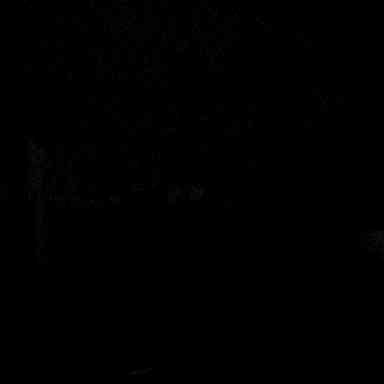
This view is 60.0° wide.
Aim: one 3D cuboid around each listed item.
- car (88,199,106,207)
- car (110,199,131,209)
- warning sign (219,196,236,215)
[{"bbox_3d":[-16.464,1.855,57.522,1.994,1.385,4.181,0,0,-35],"label":"car"},{"bbox_3d":[-10.645,1.780,49.312,1.812,1.442,4.674,0,0,-34],"label":"car"},{"bbox_3d":[3.544,1.318,33.289,1.300,1.860,1.060,1,0,-35],"label":"warning sign"}]
